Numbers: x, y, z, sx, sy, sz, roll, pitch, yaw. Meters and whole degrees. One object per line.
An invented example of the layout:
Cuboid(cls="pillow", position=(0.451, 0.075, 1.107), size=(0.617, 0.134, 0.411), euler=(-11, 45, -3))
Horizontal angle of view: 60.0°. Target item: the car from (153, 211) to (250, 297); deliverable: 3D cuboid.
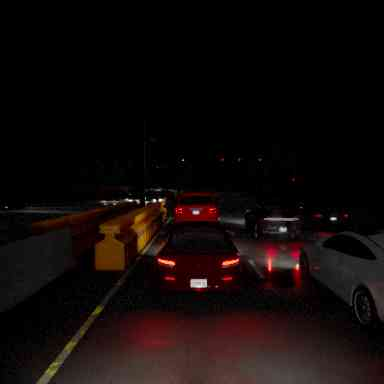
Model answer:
Cuboid(cls="car", position=(0.142, 1.431, 8.242), size=(1.812, 1.442, 4.674), euler=(0, 1, 1))

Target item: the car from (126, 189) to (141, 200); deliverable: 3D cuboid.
Cuboid(cls="car", position=(-10.096, 0.690, 60.305), size=(1.994, 1.385, 4.181), euler=(0, 1, 1))

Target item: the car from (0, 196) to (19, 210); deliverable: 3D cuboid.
Cuboid(cls="car", position=(-19.582, 1.152, 31.933), size=(4.718, 1.301, 1.895), euler=(0, 1, 13))

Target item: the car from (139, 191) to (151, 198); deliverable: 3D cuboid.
Cuboid(cls="car", position=(-9.942, 0.527, 70.380), size=(1.994, 1.385, 4.181), euler=(0, 1, 0))

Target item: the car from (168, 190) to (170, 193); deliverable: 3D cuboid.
Cuboid(cls="car", position=(-6.397, 0.251, 75.658), size=(2.097, 1.767, 4.553), euler=(0, 1, 0))

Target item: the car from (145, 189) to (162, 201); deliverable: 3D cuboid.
Cuboid(cls="car", position=(-6.639, 0.710, 56.376), size=(1.812, 1.442, 4.674), euler=(0, 1, 1))

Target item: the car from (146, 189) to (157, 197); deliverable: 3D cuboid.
Cuboid(cls="car", position=(-9.855, 0.177, 80.598), size=(2.097, 1.767, 4.553), euler=(0, 1, 0))

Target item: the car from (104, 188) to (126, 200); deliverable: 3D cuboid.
Cuboid(cls="car", position=(-13.628, 0.382, 58.020), size=(2.150, 2.045, 5.566), euler=(0, 1, 1))

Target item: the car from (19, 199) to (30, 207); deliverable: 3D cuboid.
Cuboid(cls="car", position=(-20.397, 1.084, 36.481), size=(4.718, 1.301, 1.895), euler=(0, 1, -3))

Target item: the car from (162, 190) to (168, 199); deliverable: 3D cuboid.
Cuboid(cls="car", position=(-6.517, 0.537, 65.642), size=(2.128, 1.511, 4.902), euler=(0, 1, 1))

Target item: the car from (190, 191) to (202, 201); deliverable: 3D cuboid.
Cuboid(cls="car", position=(0.622, 0.652, 57.003), size=(1.882, 1.535, 5.008), euler=(0, 1, 0))

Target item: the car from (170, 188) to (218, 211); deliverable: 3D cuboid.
Cuboid(cls="car", position=(0.206, 0.984, 17.839), size=(2.150, 2.045, 5.566), euler=(0, 1, 1))

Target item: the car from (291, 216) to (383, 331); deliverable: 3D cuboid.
Cuboid(cls="car", position=(3.629, 1.455, 6.606), size=(1.812, 1.442, 4.674), euler=(0, 1, 0))

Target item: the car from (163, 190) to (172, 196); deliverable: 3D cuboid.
Cuboid(cls="car", position=(-6.307, 0.277, 86.212), size=(2.033, 1.411, 5.357), euler=(0, 1, 0))

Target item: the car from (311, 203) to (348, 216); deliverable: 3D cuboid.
Cuboid(cls="car", position=(7.221, 1.309, 18.938), size=(1.994, 1.385, 4.181), euler=(0, 1, 0))

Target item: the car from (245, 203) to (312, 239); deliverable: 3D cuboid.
Cuboid(cls="car", position=(3.696, 1.283, 15.854), size=(2.128, 1.511, 4.902), euler=(0, 1, 0))

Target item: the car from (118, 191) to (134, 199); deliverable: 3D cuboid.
Cuboid(cls="car", position=(-13.461, 0.556, 68.158), size=(2.033, 1.411, 5.357), euler=(0, 1, 0))
